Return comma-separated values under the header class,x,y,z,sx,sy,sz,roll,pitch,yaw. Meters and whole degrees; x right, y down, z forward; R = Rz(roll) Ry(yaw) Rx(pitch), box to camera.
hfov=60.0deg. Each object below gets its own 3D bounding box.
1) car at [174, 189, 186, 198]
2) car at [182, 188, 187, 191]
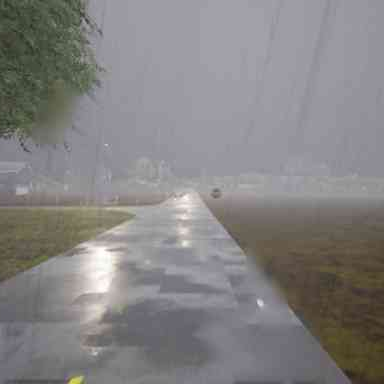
class,x,y,z,sx,sy,sz,roll,pitch,yaw
car,-2.840,0.571,71.416,1.812,1.442,4.674,0,1,0
car,-2.886,0.045,88.008,2.097,1.767,4.553,0,1,0
